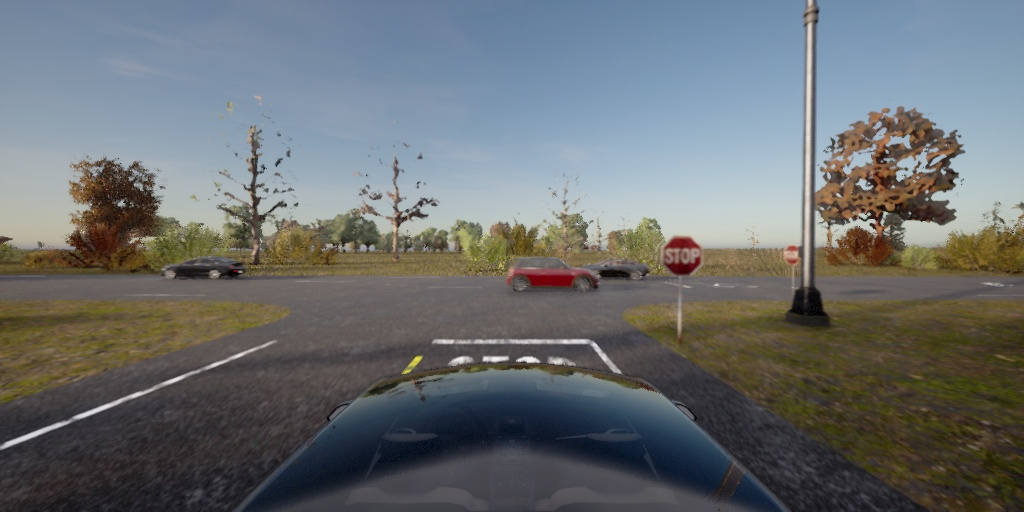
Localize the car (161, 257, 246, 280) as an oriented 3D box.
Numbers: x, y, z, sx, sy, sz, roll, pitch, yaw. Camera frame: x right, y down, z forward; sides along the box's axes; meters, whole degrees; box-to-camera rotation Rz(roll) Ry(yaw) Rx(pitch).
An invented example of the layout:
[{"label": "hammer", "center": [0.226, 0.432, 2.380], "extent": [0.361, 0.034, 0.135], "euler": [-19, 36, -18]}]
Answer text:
[{"label": "car", "center": [-20.916, 0.823, 24.380], "extent": [4.892, 1.490, 1.837], "euler": [0, 1, -2]}]

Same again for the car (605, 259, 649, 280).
[{"label": "car", "center": [7.044, 0.940, 25.138], "extent": [4.902, 1.511, 2.128], "euler": [0, 1, -2]}]

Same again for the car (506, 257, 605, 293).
[{"label": "car", "center": [1.961, 0.845, 17.991], "extent": [4.553, 1.767, 2.097], "euler": [0, 1, -1]}]
